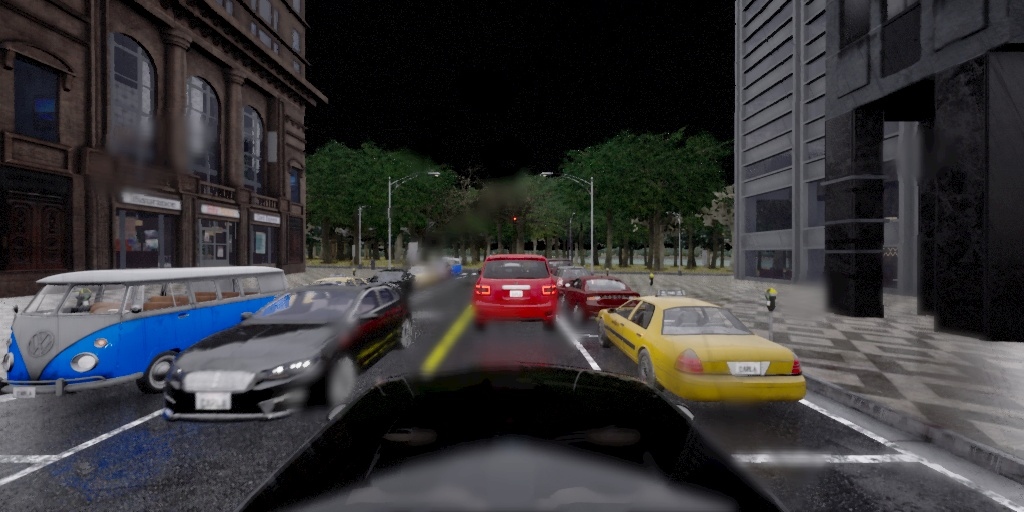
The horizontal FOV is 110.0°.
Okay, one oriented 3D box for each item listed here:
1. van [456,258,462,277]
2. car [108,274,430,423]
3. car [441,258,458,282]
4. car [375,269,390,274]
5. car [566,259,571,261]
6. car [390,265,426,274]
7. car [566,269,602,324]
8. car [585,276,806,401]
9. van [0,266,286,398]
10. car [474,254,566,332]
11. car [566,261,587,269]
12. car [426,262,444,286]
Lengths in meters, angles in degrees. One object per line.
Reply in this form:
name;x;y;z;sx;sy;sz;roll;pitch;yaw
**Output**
van;-5.751;1.095;33.524;1.690;1.789;3.998;0;0;0
car;-3.099;1.241;6.171;2.128;1.511;4.902;0;0;0
car;-5.753;1.193;28.086;1.967;1.591;4.097;0;0;0
car;-5.759;1.276;11.604;1.751;1.417;4.829;0;0;0
car;2.770;1.066;22.646;2.192;1.841;5.009;0;0;0
car;-5.757;1.317;17.211;1.948;1.339;4.313;0;0;0
car;2.766;1.295;11.771;1.888;1.381;4.507;0;0;0
car;2.764;1.275;6.503;1.751;1.417;4.829;0;0;0
van;-5.761;1.091;6.336;1.690;1.789;3.998;0;0;0
car;0.106;0.972;11.029;2.150;2.045;5.566;0;0;0
car;2.768;1.191;17.208;1.967;1.591;4.097;0;0;0
car;-5.755;1.277;22.479;1.751;1.417;4.829;0;0;0
